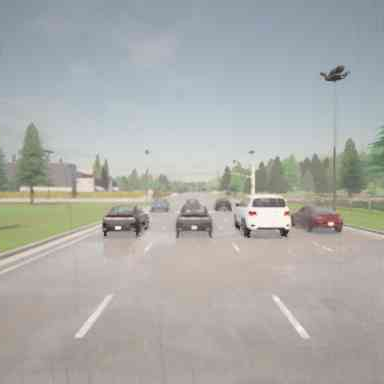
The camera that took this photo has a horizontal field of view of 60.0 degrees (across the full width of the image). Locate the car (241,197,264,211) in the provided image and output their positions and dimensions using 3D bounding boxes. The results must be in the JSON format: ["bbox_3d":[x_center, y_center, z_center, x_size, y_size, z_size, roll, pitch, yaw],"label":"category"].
[{"bbox_3d":[7.057,1.380,39.164,1.837,1.490,4.892,0,1,1],"label":"car"}]

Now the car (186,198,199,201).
[{"bbox_3d":[0.033,1.427,37.486,2.033,1.411,5.357,0,0,0],"label":"car"}]

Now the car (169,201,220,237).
[{"bbox_3d":[0.108,1.433,17.807,2.128,1.511,4.902,0,0,0],"label":"car"}]

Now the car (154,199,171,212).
[{"bbox_3d":[-3.468,1.429,37.131,2.033,1.411,5.357,0,0,0],"label":"car"}]

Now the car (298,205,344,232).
[{"bbox_3d":[7.110,1.463,19.312,1.812,1.442,4.674,0,0,0],"label":"car"}]

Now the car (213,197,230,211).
[{"bbox_3d":[3.548,1.382,38.955,1.837,1.490,4.892,0,1,1],"label":"car"}]

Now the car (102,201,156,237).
[{"bbox_3d":[-3.391,1.433,17.680,2.128,1.511,4.902,0,0,0],"label":"car"}]

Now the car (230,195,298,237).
[{"bbox_3d":[3.609,1.161,17.886,2.150,2.045,5.566,0,0,0],"label":"car"}]
